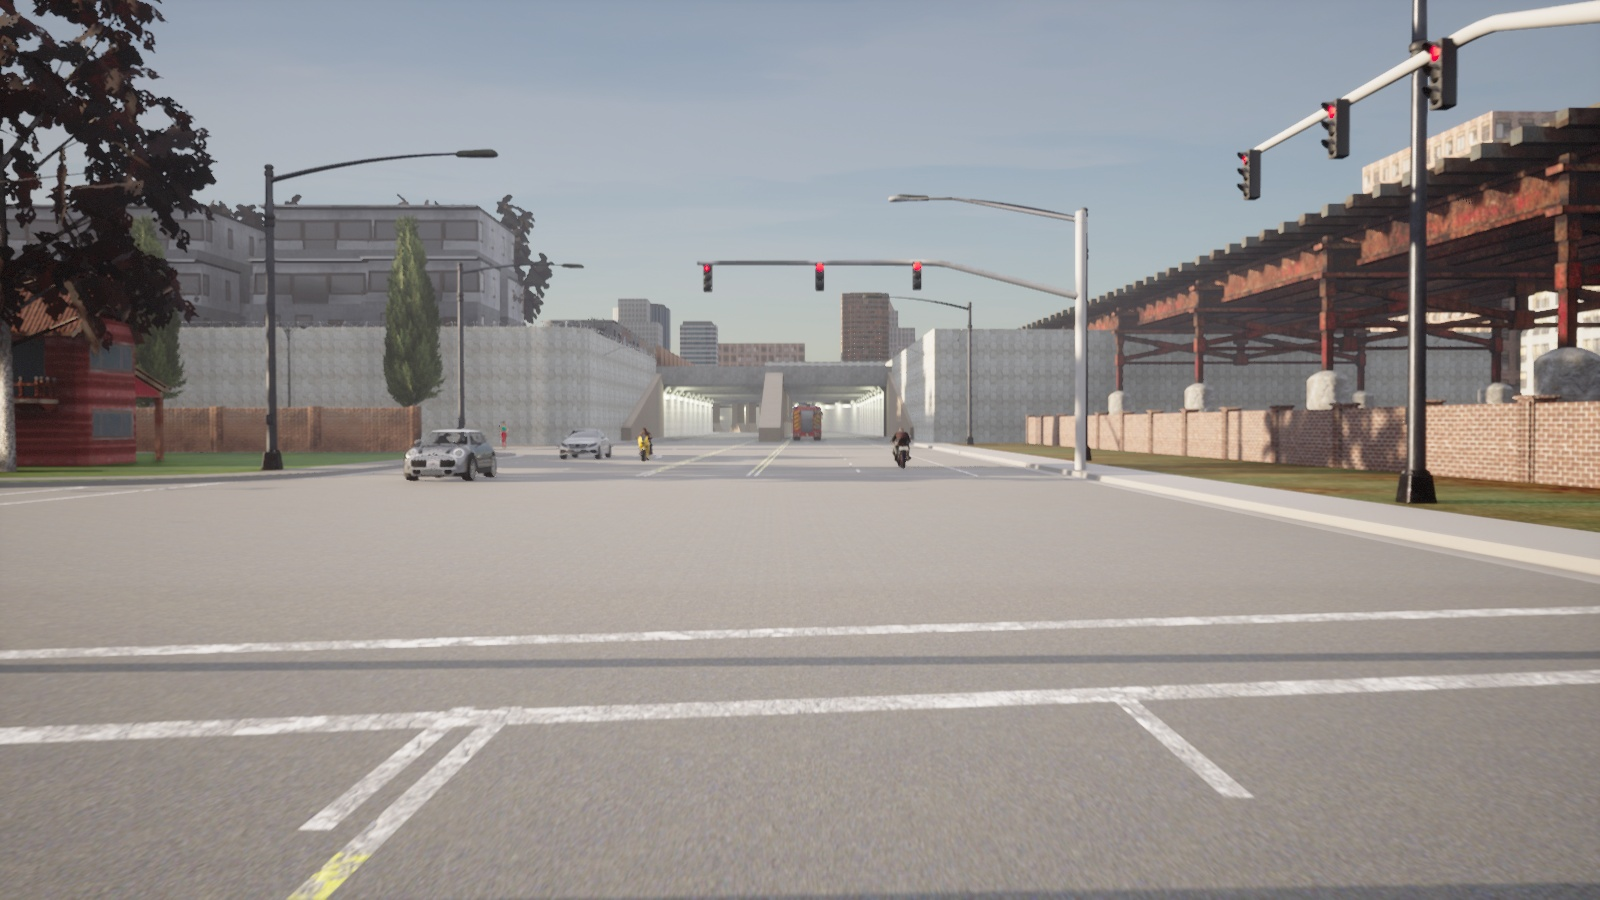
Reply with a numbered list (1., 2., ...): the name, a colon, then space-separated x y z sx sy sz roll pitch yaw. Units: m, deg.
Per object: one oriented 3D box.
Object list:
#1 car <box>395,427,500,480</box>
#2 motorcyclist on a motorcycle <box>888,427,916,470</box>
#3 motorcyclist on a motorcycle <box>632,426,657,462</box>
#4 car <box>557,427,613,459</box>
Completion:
1. car: -10.282 0.066 36.912 1.970 1.475 3.806 0 1 0
2. motorcyclist on a motorcycle: 3.772 -0.078 46.751 0.866 1.530 2.191 0 1 0
3. motorcyclist on a motorcycle: -6.687 -0.279 54.125 0.797 1.523 2.044 0 1 0
4. car: -10.142 -0.346 59.515 1.812 1.442 4.674 0 1 1
